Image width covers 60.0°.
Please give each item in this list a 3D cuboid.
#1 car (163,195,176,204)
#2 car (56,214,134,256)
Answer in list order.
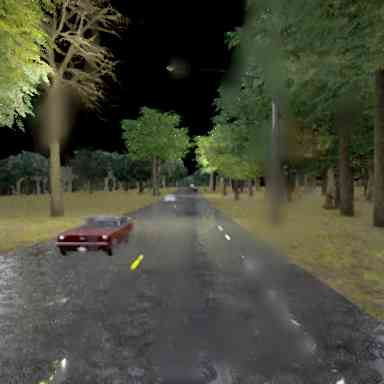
[{"bbox_3d":[-3.568,1.187,54.876,1.812,1.442,4.674,0,1,0],"label":"car"},{"bbox_3d":[-3.602,1.583,13.156,1.895,1.301,4.718,0,0,0],"label":"car"}]
